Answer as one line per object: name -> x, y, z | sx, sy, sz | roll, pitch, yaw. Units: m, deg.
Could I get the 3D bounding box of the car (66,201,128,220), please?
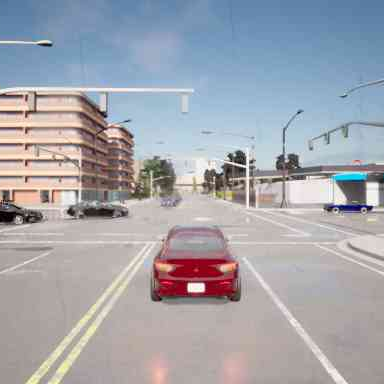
car -> -7.723, 1.450, 27.204 | 4.902, 1.511, 2.128 | 0, 0, -17

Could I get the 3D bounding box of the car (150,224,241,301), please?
car -> 0.082, 1.526, 8.195 | 1.812, 1.442, 4.674 | 0, 0, 0

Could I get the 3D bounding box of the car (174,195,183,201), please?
car -> -3.504, 1.517, 86.865 | 2.128, 1.511, 4.902 | 0, 0, 0

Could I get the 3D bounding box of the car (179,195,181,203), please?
car -> -3.567, 1.601, 61.639 | 1.895, 1.301, 4.718 | 0, 0, 0

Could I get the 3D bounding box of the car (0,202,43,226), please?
car -> -12.665, 1.450, 22.490 | 4.892, 1.490, 1.837 | 0, 0, 2

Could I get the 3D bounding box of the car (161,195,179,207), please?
car -> -3.585, 1.352, 51.677 | 2.097, 1.767, 4.553 | 0, 0, 0

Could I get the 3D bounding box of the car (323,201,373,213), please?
car -> 16.534, 1.601, 35.493 | 4.718, 1.301, 1.895 | 0, 0, 1
